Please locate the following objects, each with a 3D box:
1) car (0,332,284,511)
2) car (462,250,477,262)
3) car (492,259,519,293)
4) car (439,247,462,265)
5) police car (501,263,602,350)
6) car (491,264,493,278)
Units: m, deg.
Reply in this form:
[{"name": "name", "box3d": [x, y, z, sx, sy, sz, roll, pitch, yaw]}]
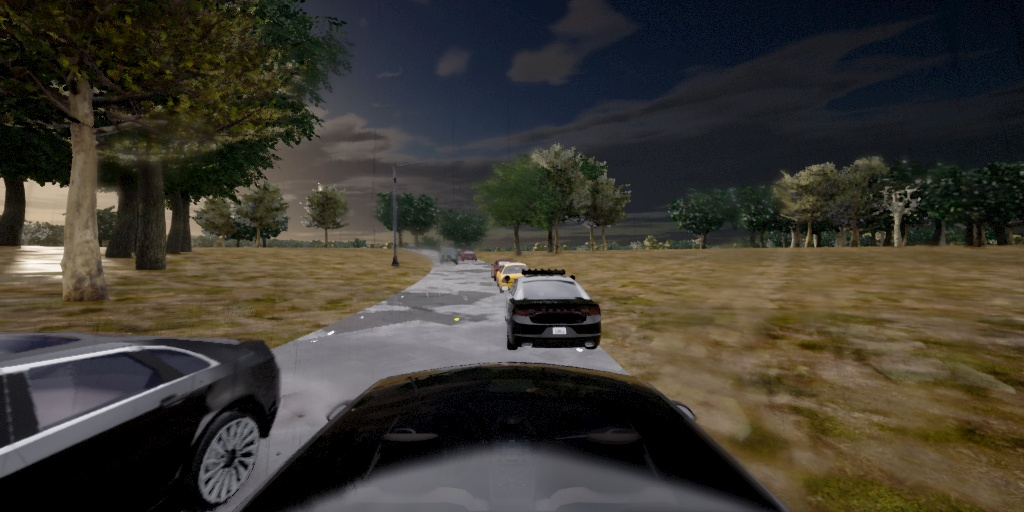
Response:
[{"name": "car", "box3d": [-3.167, 1.242, 1.512, 2.128, 1.511, 4.902, 0, 0, 0]}, {"name": "car", "box3d": [-6.216, -0.035, 51.198, 1.882, 1.535, 5.008, 0, 2, -14]}, {"name": "car", "box3d": [0.120, 1.017, 19.309, 1.801, 1.575, 5.366, -2, 2, -5]}, {"name": "car", "box3d": [-7.857, -0.029, 44.512, 2.150, 2.045, 5.566, 0, 2, -13]}, {"name": "police car", "box3d": [0.777, 1.143, 9.146, 1.930, 1.638, 5.238, 0, 0, -2]}, {"name": "car", "box3d": [-0.464, 0.930, 25.167, 1.812, 1.442, 4.674, -1, 1, -7]}]
